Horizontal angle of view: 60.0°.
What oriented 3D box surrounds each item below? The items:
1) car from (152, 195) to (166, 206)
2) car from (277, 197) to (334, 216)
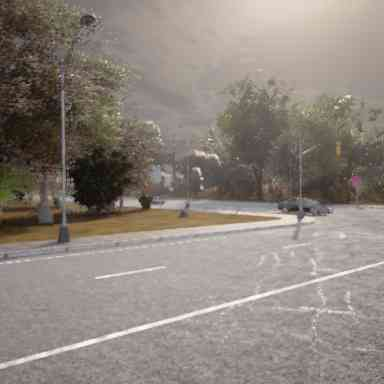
[{"bbox_3d":[-5.765,1.236,48.630,1.837,1.490,4.892,-1,1,-38],"label":"car"},{"bbox_3d":[9.776,1.247,28.914,2.128,1.511,4.902,-1,1,-38],"label":"car"}]
